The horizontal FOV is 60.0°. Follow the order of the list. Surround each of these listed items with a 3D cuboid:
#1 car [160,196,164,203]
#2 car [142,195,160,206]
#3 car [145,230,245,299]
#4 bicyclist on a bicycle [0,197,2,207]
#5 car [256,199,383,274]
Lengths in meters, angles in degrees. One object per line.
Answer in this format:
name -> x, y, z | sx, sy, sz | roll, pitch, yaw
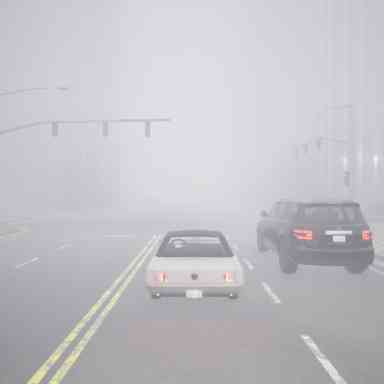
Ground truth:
car -> -6.941, 1.547, 69.246 | 2.033, 1.411, 5.357 | 0, 0, 0
car -> -7.040, 1.352, 55.259 | 2.097, 1.767, 4.553 | 0, 0, 0
car -> 0.067, 1.601, 8.391 | 1.895, 1.301, 4.718 | 0, 0, 1
bicyclist on a bicycle -> -26.380, 1.301, 45.411 | 0.582, 1.620, 1.656 | 0, 0, -1
car -> 3.583, 1.222, 10.746 | 2.150, 2.045, 5.566 | 0, 0, 0
